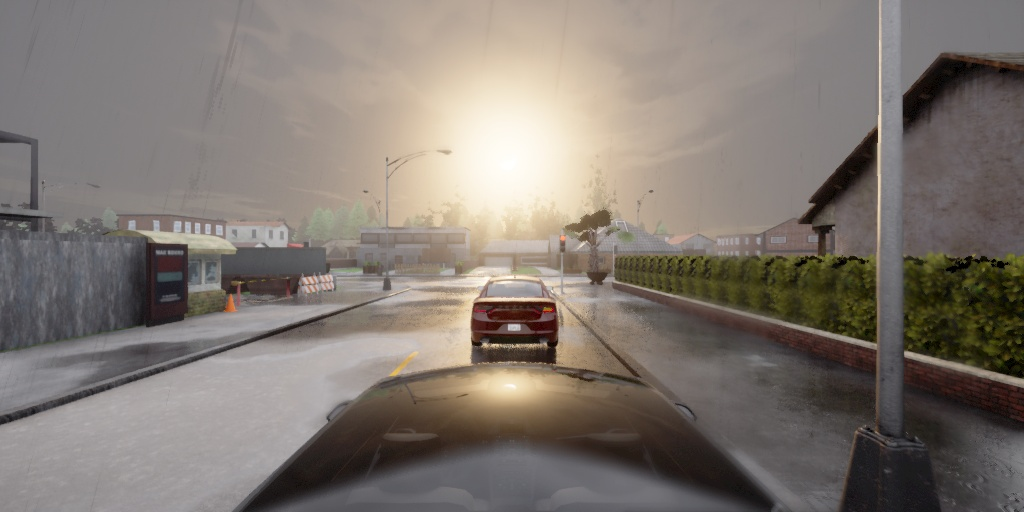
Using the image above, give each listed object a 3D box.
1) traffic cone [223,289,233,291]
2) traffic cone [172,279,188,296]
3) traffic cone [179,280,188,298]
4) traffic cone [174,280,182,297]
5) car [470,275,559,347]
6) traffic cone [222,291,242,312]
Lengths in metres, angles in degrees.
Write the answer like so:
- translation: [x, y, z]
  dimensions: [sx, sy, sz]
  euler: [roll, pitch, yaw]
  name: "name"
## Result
- translation: [-10.335, 1.568, 12.773]
  dimensions: [0.344, 0.586, 0.344]
  euler: [0, 0, 0]
  name: "traffic cone"
- translation: [-16.800, 1.582, 18.213]
  dimensions: [0.344, 0.586, 0.344]
  euler: [0, 0, 0]
  name: "traffic cone"
- translation: [-15.197, 1.561, 16.845]
  dimensions: [0.344, 0.586, 0.344]
  euler: [0, 0, 0]
  name: "traffic cone"
- translation: [-15.765, 1.558, 17.208]
  dimensions: [0.344, 0.586, 0.344]
  euler: [0, 0, 0]
  name: "traffic cone"
- translation: [0.081, 1.228, 9.402]
  dimensions: [1.882, 1.535, 5.008]
  euler: [0, 0, 1]
  name: "car"
- translation: [-9.617, 1.598, 12.249]
  dimensions: [0.344, 0.586, 0.344]
  euler: [0, 0, 0]
  name: "traffic cone"
